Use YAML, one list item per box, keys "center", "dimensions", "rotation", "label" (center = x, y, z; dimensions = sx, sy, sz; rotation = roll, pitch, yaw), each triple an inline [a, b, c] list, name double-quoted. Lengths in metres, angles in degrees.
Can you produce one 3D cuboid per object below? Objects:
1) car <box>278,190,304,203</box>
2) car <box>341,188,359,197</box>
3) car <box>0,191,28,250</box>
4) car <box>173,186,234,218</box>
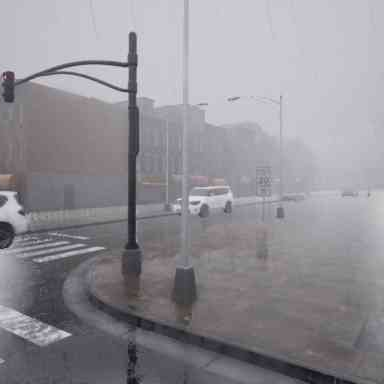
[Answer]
- center: [11.541, 0.511, 38.715]
  dimensions: [1.994, 1.385, 4.181]
  rotation: [0, 2, 36]
  label: "car"
- center: [24.995, 0.089, 52.520]
  dimensions: [2.033, 1.411, 5.357]
  rotation: [0, 2, 35]
  label: "car"
- center: [-8.383, 1.092, 10.869]
  dimensions: [2.150, 2.045, 5.566]
  rotation: [-1, 2, 36]
  label: "car"
- center: [0.975, 0.612, 23.927]
  dimensions: [2.150, 2.045, 5.566]
  rotation: [0, 3, 36]
  label: "car"
